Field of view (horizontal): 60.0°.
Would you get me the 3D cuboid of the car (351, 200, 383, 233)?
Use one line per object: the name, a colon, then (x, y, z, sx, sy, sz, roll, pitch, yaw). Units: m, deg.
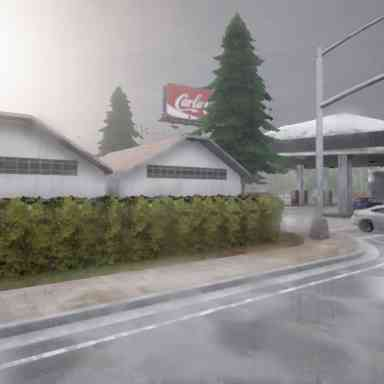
car: (10.212, 1.371, 16.164, 1.812, 1.442, 4.674, 0, 2, -37)

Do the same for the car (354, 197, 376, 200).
car: (20.837, 1.476, 39.398, 4.611, 1.667, 2.242, 0, 0, -36)

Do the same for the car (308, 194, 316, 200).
car: (31.827, 1.322, 88.908, 2.152, 1.636, 5.027, 0, 0, -36)
